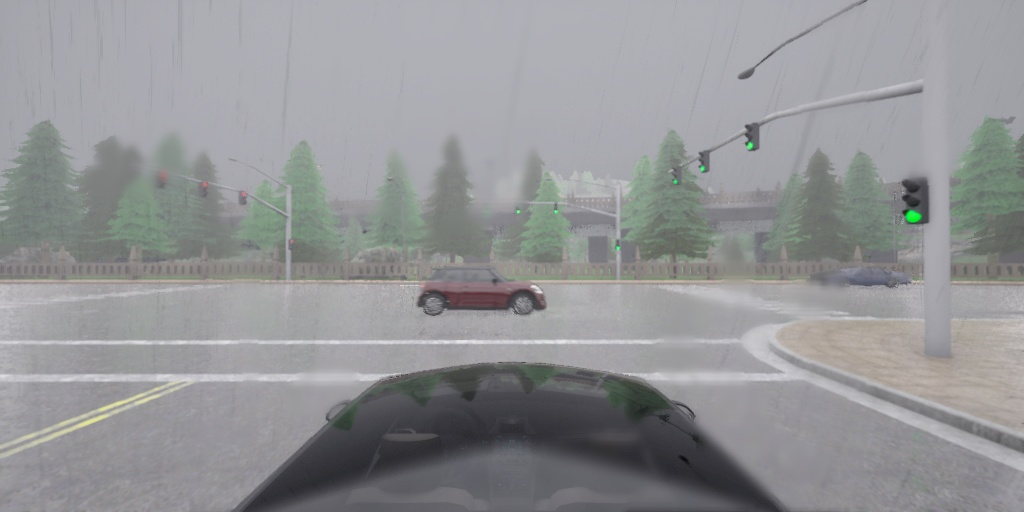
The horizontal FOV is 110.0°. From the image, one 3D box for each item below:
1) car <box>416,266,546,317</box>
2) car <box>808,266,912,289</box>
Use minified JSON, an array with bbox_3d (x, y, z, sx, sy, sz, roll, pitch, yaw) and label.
[{"bbox_3d":[-1.061,1.160,13.100,4.553,1.767,2.097,0,-1,-2],"label":"car"},{"bbox_3d":[22.820,1.392,23.591,5.357,1.411,2.033,0,0,1],"label":"car"}]
